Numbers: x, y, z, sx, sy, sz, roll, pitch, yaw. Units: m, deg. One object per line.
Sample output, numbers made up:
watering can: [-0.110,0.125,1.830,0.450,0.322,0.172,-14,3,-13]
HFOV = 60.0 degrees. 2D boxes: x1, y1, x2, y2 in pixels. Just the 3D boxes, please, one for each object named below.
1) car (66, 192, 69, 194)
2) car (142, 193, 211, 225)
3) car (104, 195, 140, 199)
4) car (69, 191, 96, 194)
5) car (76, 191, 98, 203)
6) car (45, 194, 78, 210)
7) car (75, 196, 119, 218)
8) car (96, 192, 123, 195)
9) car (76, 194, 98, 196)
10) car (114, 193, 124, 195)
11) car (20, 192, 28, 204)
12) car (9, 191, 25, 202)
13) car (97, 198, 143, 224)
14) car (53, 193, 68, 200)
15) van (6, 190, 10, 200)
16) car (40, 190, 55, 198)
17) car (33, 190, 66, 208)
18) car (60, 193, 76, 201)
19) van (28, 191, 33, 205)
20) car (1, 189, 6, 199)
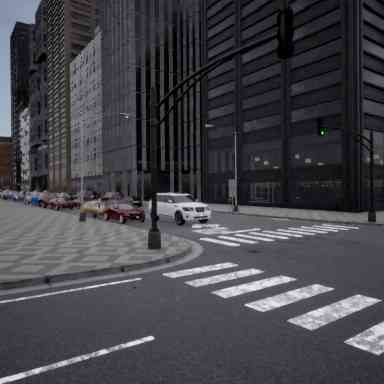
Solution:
car: [-21.858,0.831,57.331,2.097,1.767,4.553,-1,1,-36]
car: [-1.036,1.085,23.331,2.150,2.045,5.566,-1,1,-36]
car: [-7.046,1.328,31.630,2.033,1.411,5.357,-1,1,-35]
car: [-15.679,0.799,48.877,2.150,2.045,5.566,-1,1,-38]
car: [-17.852,0.794,56.367,2.192,1.841,5.009,0,1,-36]
car: [-14.851,1.276,37.706,1.887,1.381,4.507,0,1,-36]
car: [-8.148,1.353,28.461,1.752,1.417,4.829,0,1,-36]
car: [-11.249,0.899,47.260,2.192,1.841,5.009,0,1,-36]
car: [-12.935,1.259,39.778,1.994,1.385,4.181,-1,1,-35]
car: [-7.948,1.200,42.709,1.947,1.339,4.313,0,1,-36]
car: [-24.757,1.126,51.367,2.008,1.369,4.403,0,1,-36]
car: [-31.360,0.904,60.474,1.967,1.590,4.097,0,1,-36]
car: [-4.946,1.416,24.045,1.887,1.381,4.507,0,1,-36]
car: [-27.758,0.855,70.029,1.887,1.381,4.507,0,1,-36]
van: [-34.661,0.748,65.026,1.690,1.788,3.998,0,1,-36]
car: [-34.360,0.510,79.133,2.192,1.841,5.009,0,1,-36]
car: [-18.152,0.996,42.258,2.192,1.841,5.009,0,1,-36]
car: [-24.456,0.949,65.476,1.802,1.307,4.206,0,1,-36]
van: [-21.454,0.970,46.812,1.690,1.788,3.998,0,1,-36]
car: [-37.963,0.665,69.579,2.192,1.841,5.009,0,1,-36]
